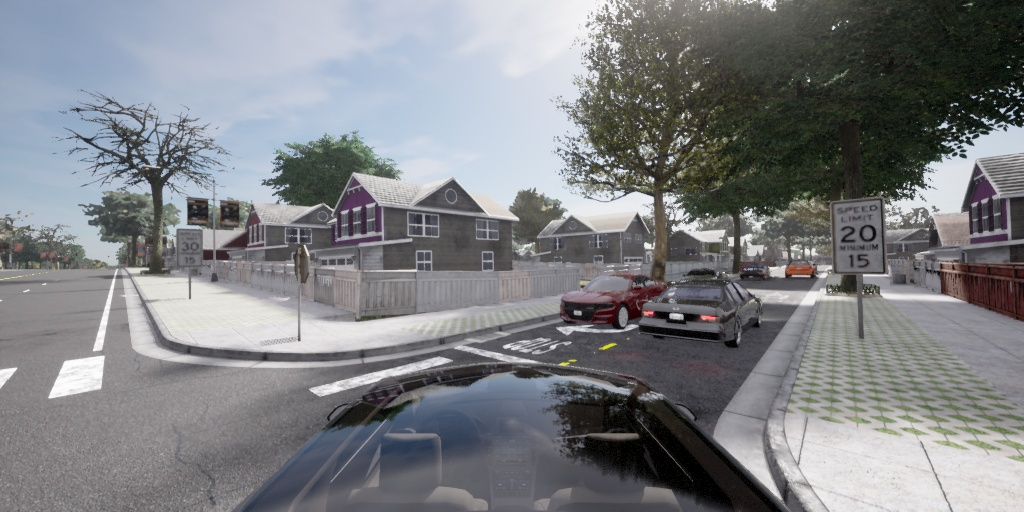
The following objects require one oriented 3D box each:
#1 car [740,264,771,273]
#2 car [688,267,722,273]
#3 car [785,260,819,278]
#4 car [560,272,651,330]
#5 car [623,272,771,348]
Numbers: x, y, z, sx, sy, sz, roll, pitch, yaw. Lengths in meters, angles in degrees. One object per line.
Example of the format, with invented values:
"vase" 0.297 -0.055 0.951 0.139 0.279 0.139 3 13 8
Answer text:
"car" 22.001 1.395 32.309 2.033 1.411 5.357 -2 -2 42
"car" 10.528 1.361 19.613 1.812 1.442 4.674 -2 -1 42
"car" 27.280 1.134 33.885 2.097 1.767 4.553 -2 -2 42
"car" 3.501 1.311 11.813 1.882 1.535 5.008 -2 -1 42
"car" 5.090 1.301 9.304 2.033 1.411 5.357 -2 -1 42
